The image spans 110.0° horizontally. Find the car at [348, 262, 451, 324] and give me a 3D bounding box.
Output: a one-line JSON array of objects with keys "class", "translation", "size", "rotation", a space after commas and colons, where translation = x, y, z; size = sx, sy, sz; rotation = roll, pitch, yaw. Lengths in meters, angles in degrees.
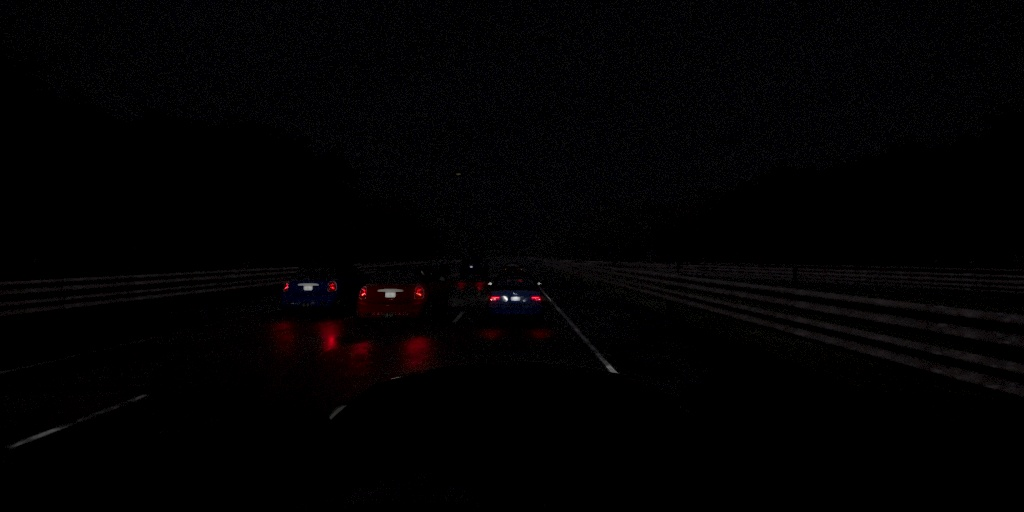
[{"class": "car", "translation": [-3.399, 1.107, 12.157], "size": [2.097, 1.767, 4.553], "rotation": [0, 0, 0]}]

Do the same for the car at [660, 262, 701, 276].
[{"class": "car", "translation": [18.726, 1.427, 39.985], "size": [2.163, 1.488, 4.792], "rotation": [0, 0, -18]}]

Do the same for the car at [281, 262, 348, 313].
[{"class": "car", "translation": [-6.898, 1.110, 14.262], "size": [2.097, 1.767, 4.553], "rotation": [0, 0, 0]}]

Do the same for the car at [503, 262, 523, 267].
[{"class": "car", "translation": [0.106, 1.307, 34.316], "size": [1.812, 1.442, 4.674], "rotation": [0, 0, 0]}]

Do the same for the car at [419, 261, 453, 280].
[{"class": "car", "translation": [-6.894, 1.255, 33.210], "size": [2.128, 1.511, 4.902], "rotation": [0, 1, 0]}]

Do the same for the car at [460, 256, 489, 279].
[{"class": "car", "translation": [-3.393, 1.001, 32.596], "size": [2.150, 2.045, 5.566], "rotation": [0, 0, 0]}]

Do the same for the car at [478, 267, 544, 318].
[{"class": "car", "translation": [0.103, 1.303, 13.018], "size": [2.033, 1.411, 5.357], "rotation": [0, 0, 0]}]
